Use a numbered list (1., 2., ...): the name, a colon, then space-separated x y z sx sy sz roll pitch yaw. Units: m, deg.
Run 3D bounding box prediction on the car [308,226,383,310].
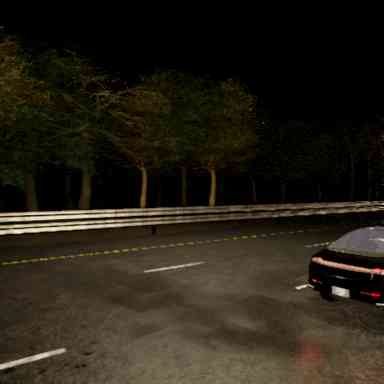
1. car: 4.511 1.494 7.090 4.902 1.511 2.128 0 0 -35
